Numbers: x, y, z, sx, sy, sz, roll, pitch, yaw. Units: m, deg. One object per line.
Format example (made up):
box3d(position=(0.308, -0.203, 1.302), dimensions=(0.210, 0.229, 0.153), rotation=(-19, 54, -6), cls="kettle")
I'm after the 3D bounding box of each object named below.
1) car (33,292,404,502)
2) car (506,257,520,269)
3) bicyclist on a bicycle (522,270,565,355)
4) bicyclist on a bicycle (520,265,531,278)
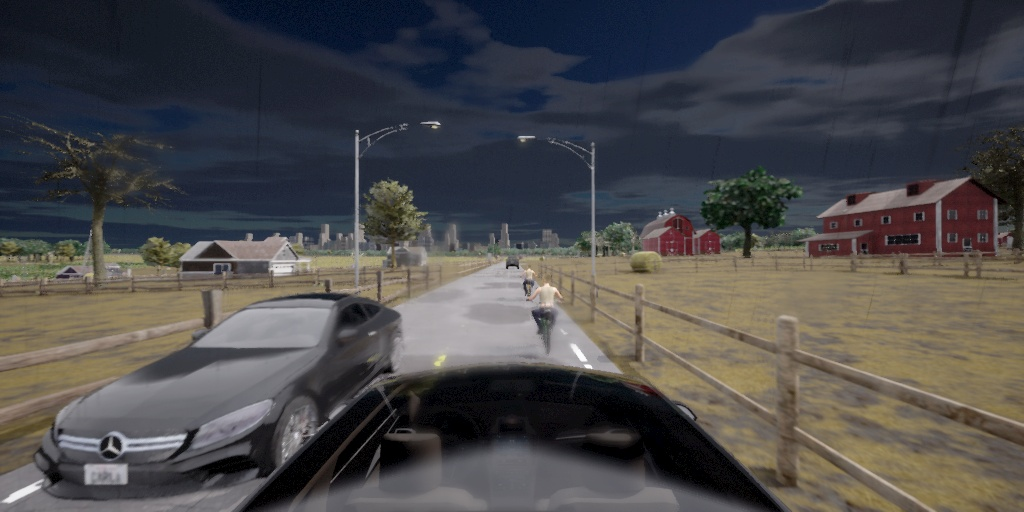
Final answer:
box3d(position=(-2.849, 1.276, 4.844), dimensions=(1.812, 1.442, 4.674), rotation=(0, 0, 0), cls="car")
box3d(position=(0.104, 1.127, 60.558), dimensions=(2.150, 2.045, 5.566), rotation=(0, 0, 1), cls="car")
box3d(position=(0.733, 1.188, 7.729), dimensions=(0.866, 1.612, 1.509), rotation=(0, 0, 0), cls="bicyclist on a bicycle")
box3d(position=(0.783, 1.198, 16.665), dimensions=(0.866, 1.612, 1.509), rotation=(0, 0, 0), cls="bicyclist on a bicycle")
